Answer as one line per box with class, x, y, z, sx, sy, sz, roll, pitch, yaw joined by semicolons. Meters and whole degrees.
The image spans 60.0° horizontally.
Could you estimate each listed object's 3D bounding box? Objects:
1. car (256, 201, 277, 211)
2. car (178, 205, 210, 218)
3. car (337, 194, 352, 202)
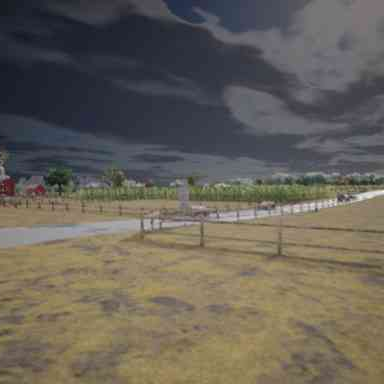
car;12.317;2.240;54.923;1.882;1.535;5.008;-2;-1;36
car;0.278;2.251;38.517;1.812;1.442;4.674;-2;-2;36
car;38.768;1.451;85.406;2.150;2.045;5.566;-2;0;36
